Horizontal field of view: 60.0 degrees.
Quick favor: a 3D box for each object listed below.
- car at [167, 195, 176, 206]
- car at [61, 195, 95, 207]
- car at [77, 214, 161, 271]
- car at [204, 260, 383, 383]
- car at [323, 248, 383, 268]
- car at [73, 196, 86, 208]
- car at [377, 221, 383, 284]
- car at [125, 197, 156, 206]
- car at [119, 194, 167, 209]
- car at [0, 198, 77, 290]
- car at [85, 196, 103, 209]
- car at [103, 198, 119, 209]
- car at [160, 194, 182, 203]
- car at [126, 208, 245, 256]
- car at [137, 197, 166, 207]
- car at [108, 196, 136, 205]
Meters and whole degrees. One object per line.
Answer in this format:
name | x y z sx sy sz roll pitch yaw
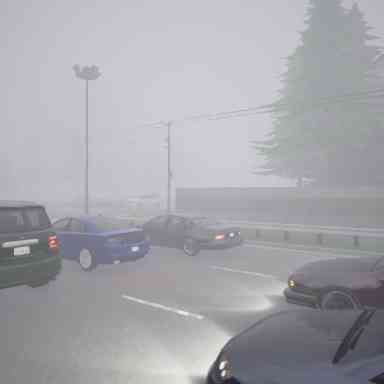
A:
car | -2.333 1.613 53.885 1.895 1.301 4.718 0 0 37
car | -17.496 1.367 51.231 2.097 1.767 4.553 0 0 37
car | -3.606 1.481 11.032 5.008 1.535 1.882 0 0 37
car | 2.128 1.564 2.424 4.181 1.385 1.994 0 0 37
car | 4.276 1.547 5.193 5.357 1.411 2.033 0 0 37
car | -14.893 1.540 48.869 1.812 1.442 4.674 0 0 37
car | 6.987 1.525 7.537 4.674 1.442 1.812 0 0 37
car | -8.731 1.562 57.030 2.033 1.411 5.357 0 0 37
car | -6.199 1.232 42.962 2.150 2.045 5.566 0 0 37
car | -5.414 1.225 8.011 5.566 2.045 2.150 0 0 37
car | -12.121 1.613 46.735 1.895 1.301 4.718 0 0 37
car | -9.133 1.612 44.886 1.895 1.301 4.718 0 0 37
car | -4.279 1.366 68.605 2.097 1.767 4.553 0 0 37
car | -0.611 1.550 13.160 5.357 1.411 2.033 0 0 37
car | -6.501 1.517 54.173 1.837 1.490 4.892 0 0 37
car | -12.184 1.541 58.254 1.812 1.442 4.674 0 0 37
